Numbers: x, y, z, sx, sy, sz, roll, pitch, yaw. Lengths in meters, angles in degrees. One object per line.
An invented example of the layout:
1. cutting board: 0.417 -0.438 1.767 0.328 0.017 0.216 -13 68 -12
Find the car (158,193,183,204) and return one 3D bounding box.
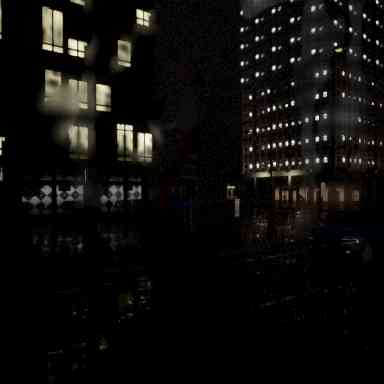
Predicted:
1. car: -3.883 1.035 58.707 2.192 1.841 5.009 0 0 -34

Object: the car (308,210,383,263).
1. car: 6.297 1.472 12.198 5.008 1.535 1.882 0 0 -36

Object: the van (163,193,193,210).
1. van: -1.474 1.210 40.252 1.690 1.788 3.998 0 0 -34

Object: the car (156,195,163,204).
1. car: -6.170 1.218 57.460 1.882 1.535 5.008 -1 0 -34

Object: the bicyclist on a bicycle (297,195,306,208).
1. bicyclist on a bicycle: 12.917 1.117 39.213 1.656 1.620 0.582 -1 1 -34
